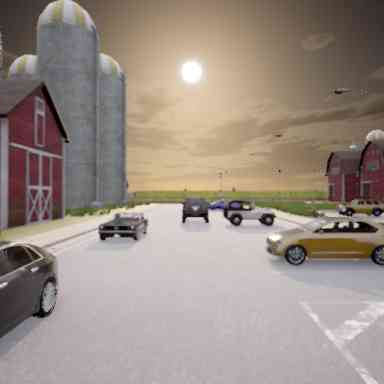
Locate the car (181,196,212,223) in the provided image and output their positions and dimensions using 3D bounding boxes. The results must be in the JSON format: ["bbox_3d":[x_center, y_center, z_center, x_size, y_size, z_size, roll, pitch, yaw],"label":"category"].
[{"bbox_3d":[0.282,1.459,28.465,2.150,2.045,5.566,0,-1,0],"label":"car"}]

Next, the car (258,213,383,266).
[{"bbox_3d":[4.637,1.608,11.375,4.193,1.474,1.816,0,0,1],"label":"car"}]

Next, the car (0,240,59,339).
[{"bbox_3d":[-3.573,1.544,4.818,1.837,1.490,4.892,0,-1,0],"label":"car"}]

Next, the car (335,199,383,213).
[{"bbox_3d":[17.615,1.624,34.889,4.605,1.855,1.932,0,0,1],"label":"car"}]

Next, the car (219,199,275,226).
[{"bbox_3d":[4.236,1.527,24.864,3.866,1.878,1.905,0,0,1],"label":"car"}]

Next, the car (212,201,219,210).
[{"bbox_3d":[4.535,1.898,49.066,4.611,1.667,2.242,0,0,1],"label":"car"}]

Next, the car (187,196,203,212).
[{"bbox_3d":[0.398,1.607,45.774,2.150,2.045,5.566,0,0,0],"label":"car"}]

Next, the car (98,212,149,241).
[{"bbox_3d":[-3.477,1.746,17.606,1.895,1.301,4.718,0,0,0],"label":"car"}]
